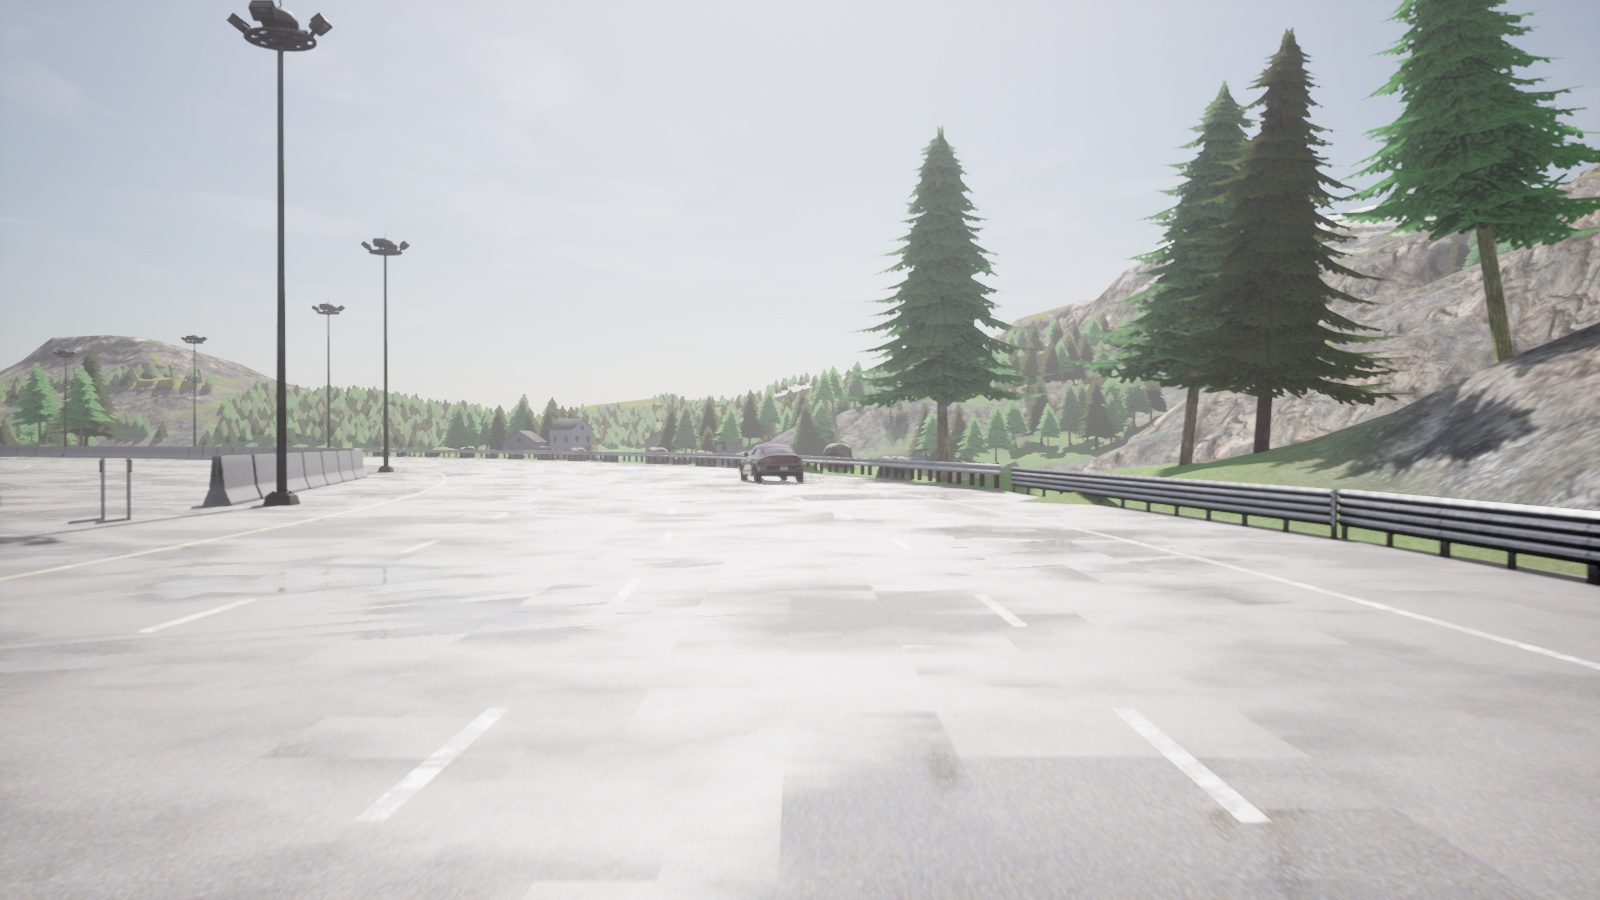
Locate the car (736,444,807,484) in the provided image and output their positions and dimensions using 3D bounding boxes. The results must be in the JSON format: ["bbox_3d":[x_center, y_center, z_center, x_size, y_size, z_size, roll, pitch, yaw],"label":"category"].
[{"bbox_3d":[-1.162,0.498,48.442,1.812,1.442,4.674,0,0,-13],"label":"car"}]
